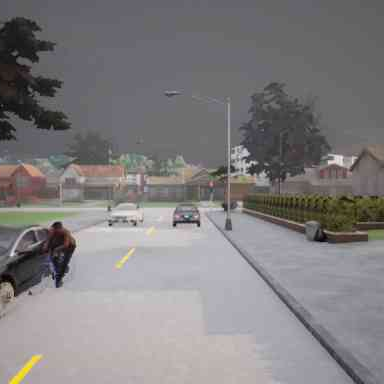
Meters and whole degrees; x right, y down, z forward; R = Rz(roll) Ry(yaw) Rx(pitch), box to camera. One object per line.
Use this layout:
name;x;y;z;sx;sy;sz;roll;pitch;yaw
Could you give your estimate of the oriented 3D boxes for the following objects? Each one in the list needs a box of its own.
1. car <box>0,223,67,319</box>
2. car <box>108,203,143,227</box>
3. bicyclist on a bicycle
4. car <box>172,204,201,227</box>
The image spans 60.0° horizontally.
car;-4.267;1.493;7.342;2.128;1.511;4.902;0;0;-2
car;-4.508;1.525;23.162;1.812;1.442;4.674;0;0;-1
bicyclist on a bicycle;-3.130;1.471;7.699;0.582;1.620;1.656;11;4;15
car;-0.366;1.547;22.791;2.033;1.411;5.357;0;0;-1
